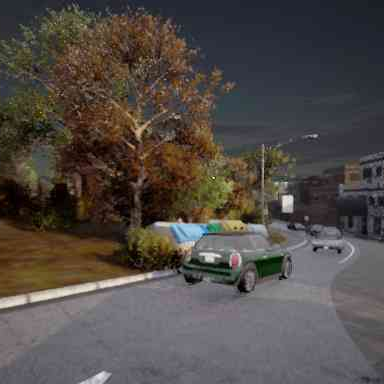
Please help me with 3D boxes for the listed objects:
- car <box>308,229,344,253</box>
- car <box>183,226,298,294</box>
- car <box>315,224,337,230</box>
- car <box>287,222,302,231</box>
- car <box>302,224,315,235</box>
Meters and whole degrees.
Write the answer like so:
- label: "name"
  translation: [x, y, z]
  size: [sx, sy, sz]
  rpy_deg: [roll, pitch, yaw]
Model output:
- label: "car"
  translation: [10.145, 3.682, 24.587]
  size: [1.895, 1.301, 4.718]
  rpy_deg: [0, -5, 28]
- label: "car"
  translation: [1.712, 2.104, 11.165]
  size: [2.097, 1.767, 4.553]
  rpy_deg: [-1, -5, 35]
- label: "car"
  translation: [14.672, 4.428, 35.759]
  size: [2.097, 1.767, 4.553]
  rpy_deg: [0, -5, 19]
- label: "car"
  translation: [18.172, 6.064, 58.432]
  size: [2.033, 1.411, 5.357]
  rpy_deg: [0, -2, 0]
- label: "car"
  translation: [17.177, 5.235, 46.332]
  size: [2.097, 1.767, 4.553]
  rpy_deg: [0, -4, 9]
